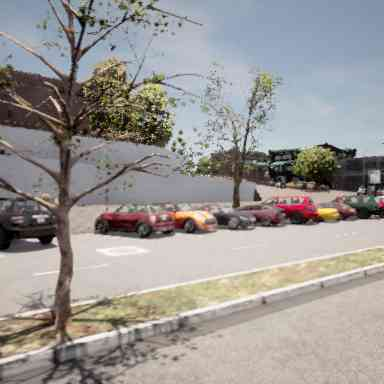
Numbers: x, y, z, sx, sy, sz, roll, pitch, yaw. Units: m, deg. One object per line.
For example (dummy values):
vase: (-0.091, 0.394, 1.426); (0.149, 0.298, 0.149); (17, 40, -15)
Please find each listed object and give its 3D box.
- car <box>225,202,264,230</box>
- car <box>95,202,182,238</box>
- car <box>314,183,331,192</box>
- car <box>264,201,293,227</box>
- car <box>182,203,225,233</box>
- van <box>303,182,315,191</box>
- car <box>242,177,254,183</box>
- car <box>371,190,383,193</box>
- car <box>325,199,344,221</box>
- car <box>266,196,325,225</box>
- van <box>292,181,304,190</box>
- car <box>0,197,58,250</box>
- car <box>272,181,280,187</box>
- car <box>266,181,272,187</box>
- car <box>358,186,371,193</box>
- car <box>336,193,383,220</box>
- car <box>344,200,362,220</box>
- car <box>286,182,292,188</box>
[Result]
car: (1.722, 1.534, 21.440); (4.892, 1.521, 2.231); (-1, -1, 35)
car: (-3.141, 1.382, 17.932); (4.553, 1.767, 2.185); (-1, -1, 35)
car: (29.417, -0.748, 73.615); (2.231, 1.521, 4.892); (7, 3, 35)
car: (4.142, 1.576, 23.185); (4.792, 1.488, 2.163); (-1, -1, 35)
car: (-0.745, 1.394, 19.715); (4.553, 1.767, 2.185); (-1, -1, 35)
van: (27.660, -1.246, 75.979); (1.878, 1.987, 4.442); (7, 3, 35)
car: (15.689, -2.929, 93.483); (1.946, 1.575, 5.366); (7, 3, 34)
car: (36.311, 0.380, 63.752); (2.002, 1.452, 4.674); (7, 3, 35)
car: (8.908, 1.578, 26.756); (5.366, 1.575, 1.946); (-1, -1, 35)
car: (6.588, 1.312, 24.930); (5.566, 2.045, 2.435); (-1, -1, 35)
van: (25.933, -1.519, 78.452); (1.878, 1.987, 4.442); (7, 3, 35)
car: (-8.083, 1.244, 14.483); (5.566, 2.045, 2.435); (-1, -1, 35)
car: (22.530, -1.798, 83.505); (2.002, 1.452, 4.674); (7, 3, 35)
car: (20.789, -2.071, 85.969); (2.002, 1.452, 4.674); (7, 3, 35)
car: (34.623, -0.182, 66.226); (2.435, 2.045, 5.566); (7, 3, 35)
car: (13.944, 1.361, 30.140); (5.566, 2.045, 2.435); (-1, -1, 35)
car: (11.515, 1.635, 28.382); (4.674, 1.452, 2.002); (-1, -1, 35)
car: (24.359, -1.566, 81.183); (1.946, 1.575, 5.366); (7, 3, 35)
